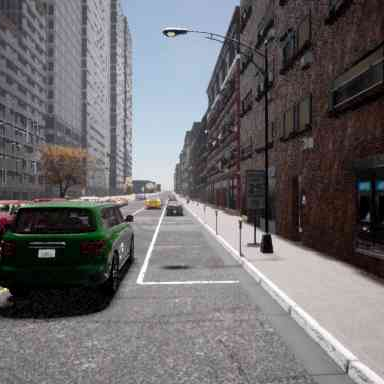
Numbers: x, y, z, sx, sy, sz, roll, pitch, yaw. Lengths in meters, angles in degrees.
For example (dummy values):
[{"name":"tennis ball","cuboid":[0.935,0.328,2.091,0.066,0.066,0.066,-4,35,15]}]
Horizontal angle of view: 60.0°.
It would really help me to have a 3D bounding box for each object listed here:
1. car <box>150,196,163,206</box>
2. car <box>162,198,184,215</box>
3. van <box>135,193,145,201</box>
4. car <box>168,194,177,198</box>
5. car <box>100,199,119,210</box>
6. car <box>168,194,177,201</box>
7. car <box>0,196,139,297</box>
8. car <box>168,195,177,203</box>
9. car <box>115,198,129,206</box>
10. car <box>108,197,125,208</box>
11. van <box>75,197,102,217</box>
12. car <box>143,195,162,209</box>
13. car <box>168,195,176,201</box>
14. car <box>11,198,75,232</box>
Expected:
[{"name":"car","cuboid":[-5.836,1.514,55.369,1.882,1.535,5.008,0,0,-3]},{"name":"car","cuboid":[-1.748,1.582,33.301,2.008,1.369,4.403,0,0,-4]},{"name":"van","cuboid":[-13.407,1.369,83.448,1.690,1.788,3.998,1,0,-4]},{"name":"car","cuboid":[-3.947,1.473,67.113,1.967,1.590,4.097,1,0,-4]},{"name":"car","cuboid":[-10.843,1.621,44.007,1.802,1.307,4.206,0,0,-4]},{"name":"car","cuboid":[-5.045,1.340,84.014,2.192,1.841,5.009,1,0,-4]},{"name":"car","cuboid":[-2.857,1.231,8.822,2.150,2.045,5.566,0,0,-4]},{"name":"car","cuboid":[-4.313,1.471,72.746,1.967,1.590,4.097,1,0,-4]},{"name":"car","cuboid":[-11.576,1.621,55.276,1.802,1.307,4.206,1,0,-4]},{"name":"car","cuboid":[-11.198,1.564,49.472,1.752,1.417,4.829,1,0,-4]},{"name":"van","cuboid":[-10.107,1.375,32.738,1.690,1.788,3.998,0,0,-4]},{"name":"car","cuboid":[-5.141,1.514,45.181,1.882,1.535,5.008,0,0,-3]},{"name":"car","cuboid":[-5.414,1.564,89.651,1.887,1.381,4.507,1,0,-4]},{"name":"car","cuboid":[-9.374,1.341,21.469,2.192,1.841,5.009,0,0,-4]}]
